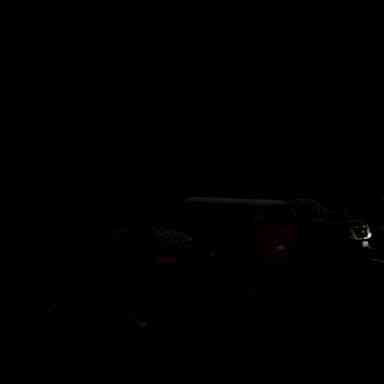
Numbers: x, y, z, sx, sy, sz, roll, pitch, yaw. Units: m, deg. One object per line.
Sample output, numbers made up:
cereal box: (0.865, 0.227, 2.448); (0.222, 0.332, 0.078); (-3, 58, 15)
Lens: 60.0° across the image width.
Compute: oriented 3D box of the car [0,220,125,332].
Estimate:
car: (-3.466, 1.420, 6.968); (2.097, 1.535, 5.008); (0, 1, -35)

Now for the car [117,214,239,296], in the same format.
car: (-1.194, 1.444, 8.563); (2.002, 1.452, 4.674); (0, 1, -35)

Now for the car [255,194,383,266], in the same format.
car: (3.356, 1.119, 11.743); (2.435, 2.045, 5.566); (0, 1, -35)

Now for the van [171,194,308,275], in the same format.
van: (1.005, 1.160, 10.260); (1.878, 1.987, 4.442); (0, 1, -35)
